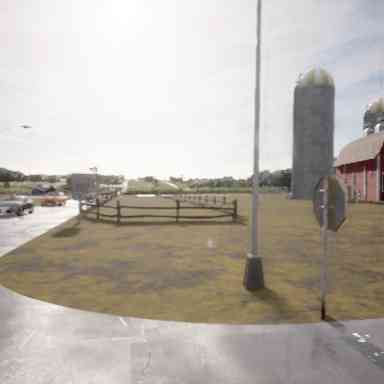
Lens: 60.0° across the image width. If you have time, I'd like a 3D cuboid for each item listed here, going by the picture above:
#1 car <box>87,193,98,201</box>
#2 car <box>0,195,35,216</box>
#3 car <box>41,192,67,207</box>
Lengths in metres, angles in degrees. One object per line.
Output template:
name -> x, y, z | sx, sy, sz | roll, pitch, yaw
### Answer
car -> -15.961, 0.872, 53.425 | 2.033, 1.411, 5.357 | 0, 0, -11
car -> -13.705, 1.033, 25.822 | 2.128, 1.511, 4.902 | 0, 1, -11
car -> -16.212, 0.758, 39.157 | 2.097, 1.767, 4.553 | 0, 1, -10
